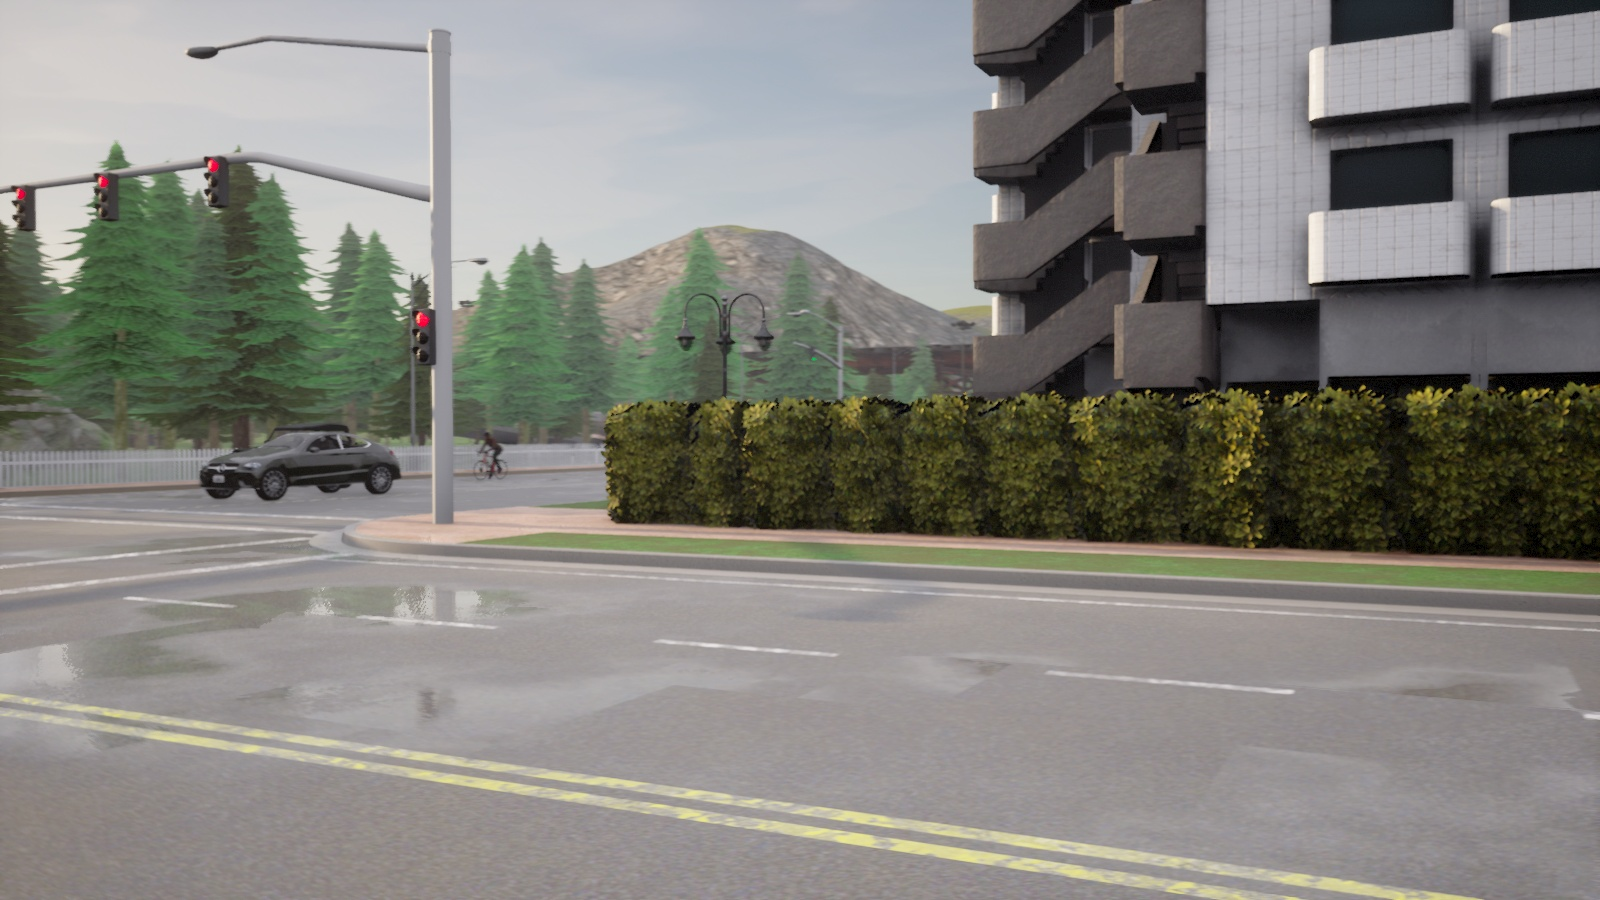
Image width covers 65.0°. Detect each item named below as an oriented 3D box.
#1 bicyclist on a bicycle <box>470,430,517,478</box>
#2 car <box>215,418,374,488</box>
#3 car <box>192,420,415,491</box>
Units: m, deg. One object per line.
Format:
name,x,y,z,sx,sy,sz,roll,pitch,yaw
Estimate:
bicyclist on a bicycle,-10.434,0.123,42.813,0.582,1.620,1.656,1,1,29
car,-14.311,0.050,35.757,1.905,1.878,3.866,1,1,29
car,-12.453,0.097,31.871,2.152,1.651,5.027,1,1,29
